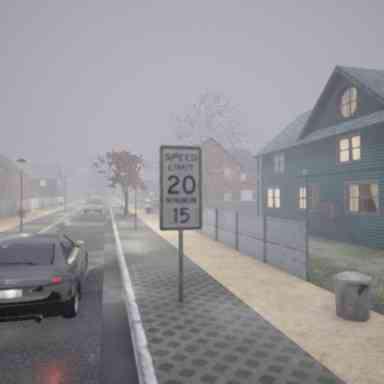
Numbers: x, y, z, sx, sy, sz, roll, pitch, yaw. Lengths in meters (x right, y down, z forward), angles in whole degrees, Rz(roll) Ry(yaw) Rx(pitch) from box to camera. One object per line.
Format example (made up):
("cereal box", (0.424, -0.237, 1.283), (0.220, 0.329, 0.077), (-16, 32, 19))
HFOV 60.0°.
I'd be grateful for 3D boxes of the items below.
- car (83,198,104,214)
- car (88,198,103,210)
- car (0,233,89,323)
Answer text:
("car", (-10.870, 1.663, 36.714), (1.895, 1.301, 4.718), (0, 0, -14))
("car", (-13.368, 1.593, 46.266), (1.837, 1.490, 4.892), (0, 0, -14))
("car", (-3.349, 1.572, 7.174), (1.994, 1.385, 4.181), (0, 0, -14))
